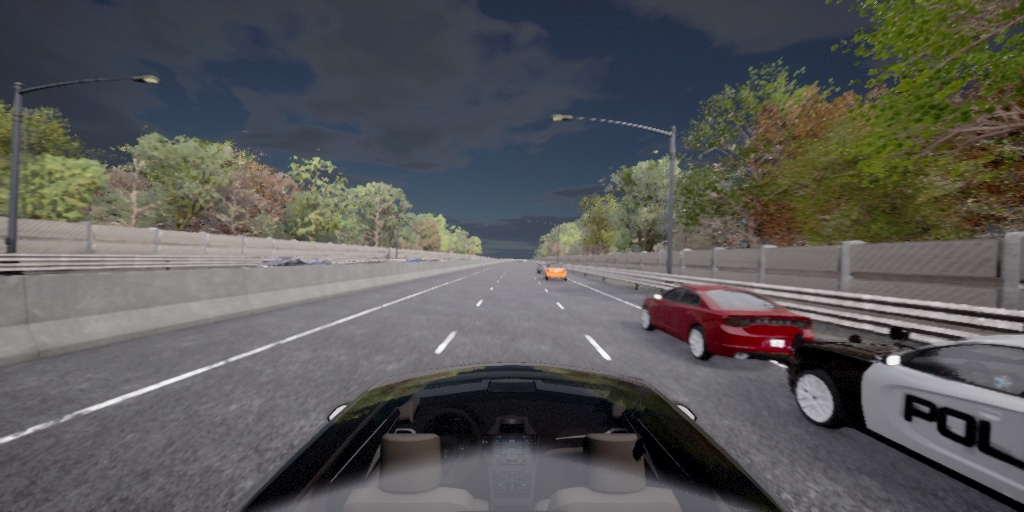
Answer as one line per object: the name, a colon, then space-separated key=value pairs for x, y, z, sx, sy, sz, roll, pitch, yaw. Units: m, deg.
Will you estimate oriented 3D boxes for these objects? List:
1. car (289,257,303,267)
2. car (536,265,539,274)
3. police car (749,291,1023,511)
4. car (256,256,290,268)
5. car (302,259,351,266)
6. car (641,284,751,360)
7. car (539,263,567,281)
car: x=-16.959 y=0.968 z=31.314 sx=1.994 sy=1.385 sz=4.181 roll=2 pitch=-1 yaw=1
car: x=4.440 y=1.792 z=50.405 sx=1.994 sy=1.385 sz=4.181 roll=2 pitch=0 yaw=1
police car: x=4.720 y=1.336 z=3.022 sx=1.930 sy=1.638 sz=5.238 roll=2 pitch=0 yaw=1
car: x=-20.449 y=0.787 z=31.950 sx=2.128 sy=1.511 sz=4.902 roll=2 pitch=-1 yaw=1
car: x=-13.541 y=1.088 z=27.473 sx=1.895 sy=1.301 sz=4.718 roll=2 pitch=0 yaw=1
car: x=4.808 y=1.430 z=8.911 sx=1.882 sy=1.535 sz=5.008 roll=2 pitch=0 yaw=1
car: x=4.251 y=1.474 z=36.288 sx=2.097 sy=1.767 sz=4.553 roll=2 pitch=0 yaw=1
